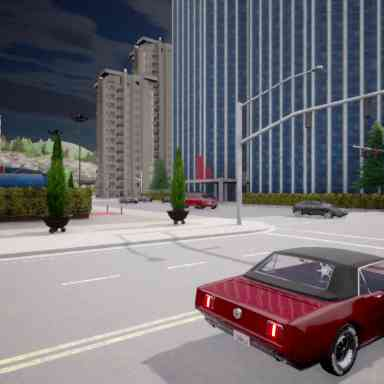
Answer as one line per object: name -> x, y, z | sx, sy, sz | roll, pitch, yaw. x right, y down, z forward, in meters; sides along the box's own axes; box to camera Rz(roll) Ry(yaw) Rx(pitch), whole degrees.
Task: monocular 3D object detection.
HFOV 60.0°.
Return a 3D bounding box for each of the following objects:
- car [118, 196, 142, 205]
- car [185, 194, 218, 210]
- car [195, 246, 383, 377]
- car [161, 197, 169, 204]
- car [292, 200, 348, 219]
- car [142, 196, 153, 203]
car -> -11.689, 1.548, 60.838 | 2.033, 1.411, 5.357 | 0, 0, -35
car -> 0.975, 1.223, 43.250 | 2.150, 2.045, 5.566 | 0, 0, -38
car -> 2.459, 1.601, 5.564 | 4.718, 1.301, 1.895 | 0, 0, -35
car -> -3.983, 1.491, 62.332 | 2.128, 1.511, 4.902 | 0, 0, -36
car -> 11.162, 1.505, 29.304 | 1.837, 1.490, 4.892 | 0, 0, -36
car -> -10.155, 1.511, 70.722 | 2.128, 1.511, 4.902 | 0, 0, -36
